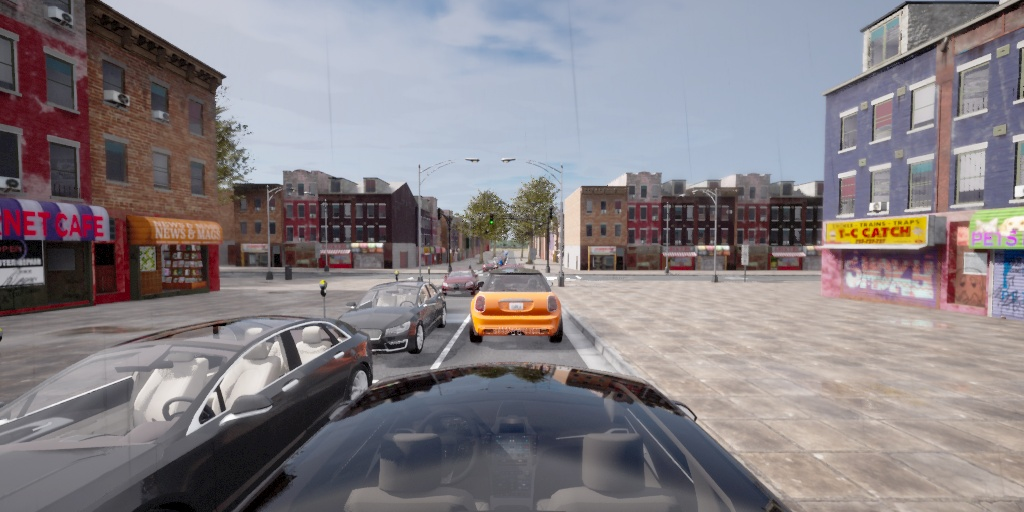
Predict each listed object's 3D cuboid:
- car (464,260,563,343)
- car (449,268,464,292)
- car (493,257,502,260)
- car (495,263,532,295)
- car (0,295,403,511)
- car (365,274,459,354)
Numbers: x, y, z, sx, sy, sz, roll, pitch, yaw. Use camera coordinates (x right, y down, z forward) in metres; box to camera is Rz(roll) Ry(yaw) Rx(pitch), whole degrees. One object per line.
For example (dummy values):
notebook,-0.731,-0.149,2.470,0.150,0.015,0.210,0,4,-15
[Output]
car,0.085,1.101,9.856,2.097,1.767,4.553,0,0,0
car,-2.673,1.337,19.436,1.802,1.307,4.207,0,0,0
car,-2.724,1.245,46.212,1.967,1.591,4.097,0,0,0
car,0.043,1.234,20.843,1.882,1.535,5.008,0,0,-1
car,-2.643,1.300,3.094,2.007,1.370,4.403,0,0,0
car,-2.653,1.299,8.542,2.007,1.370,4.403,0,0,0
